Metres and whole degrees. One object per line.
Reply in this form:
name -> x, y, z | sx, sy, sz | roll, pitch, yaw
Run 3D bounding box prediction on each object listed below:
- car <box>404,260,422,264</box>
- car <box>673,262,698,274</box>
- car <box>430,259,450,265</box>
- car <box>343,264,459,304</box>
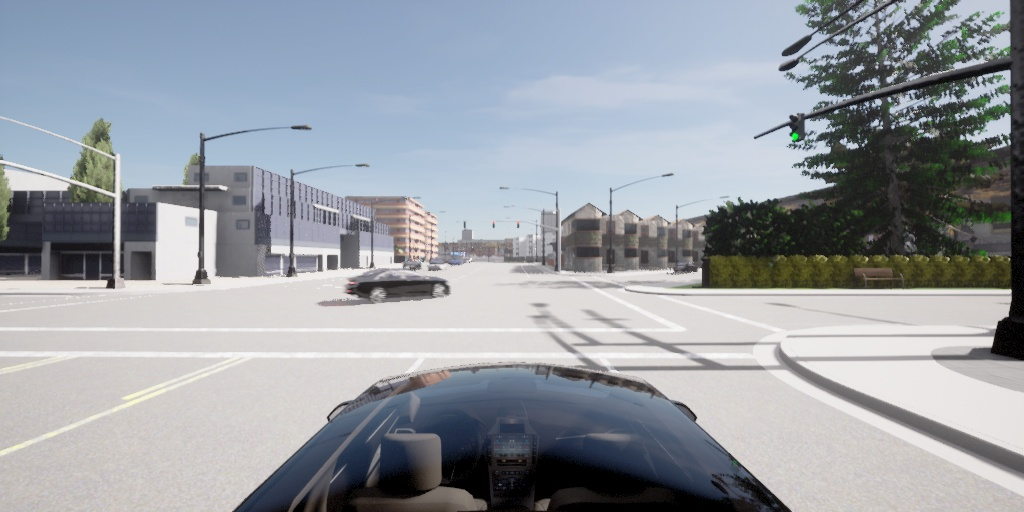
car -> -14.083, 1.377, 50.727 | 2.128, 1.511, 4.902 | 0, 1, 0
car -> 23.013, 1.581, 47.377 | 2.128, 1.511, 4.902 | 0, -1, 45
car -> -10.585, 1.486, 50.910 | 1.895, 1.301, 4.718 | 0, 1, 0
car -> -5.194, 1.322, 16.710 | 4.902, 1.511, 2.128 | 0, 1, -41
